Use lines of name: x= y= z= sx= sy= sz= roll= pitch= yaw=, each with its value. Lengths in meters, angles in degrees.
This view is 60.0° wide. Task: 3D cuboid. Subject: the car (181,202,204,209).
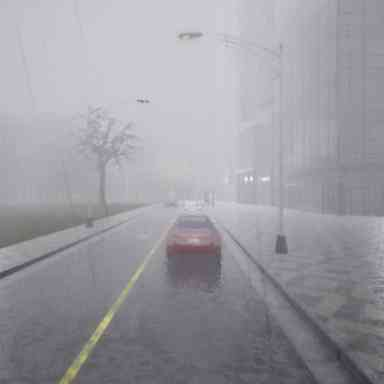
car: x=0.067 y=1.579 z=28.653 sx=1.812 sy=1.442 sz=4.674 roll=0 pitch=0 yaw=0

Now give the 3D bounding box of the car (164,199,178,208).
car: x=-3.097 y=1.753 z=49.513 sx=1.895 sy=1.301 sz=4.718 roll=0 pitch=-1 yaw=0

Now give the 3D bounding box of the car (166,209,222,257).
car: x=0.070 y=1.589 z=13.057 sx=1.994 sy=1.385 sz=4.181 roll=0 pitch=0 yaw=0
